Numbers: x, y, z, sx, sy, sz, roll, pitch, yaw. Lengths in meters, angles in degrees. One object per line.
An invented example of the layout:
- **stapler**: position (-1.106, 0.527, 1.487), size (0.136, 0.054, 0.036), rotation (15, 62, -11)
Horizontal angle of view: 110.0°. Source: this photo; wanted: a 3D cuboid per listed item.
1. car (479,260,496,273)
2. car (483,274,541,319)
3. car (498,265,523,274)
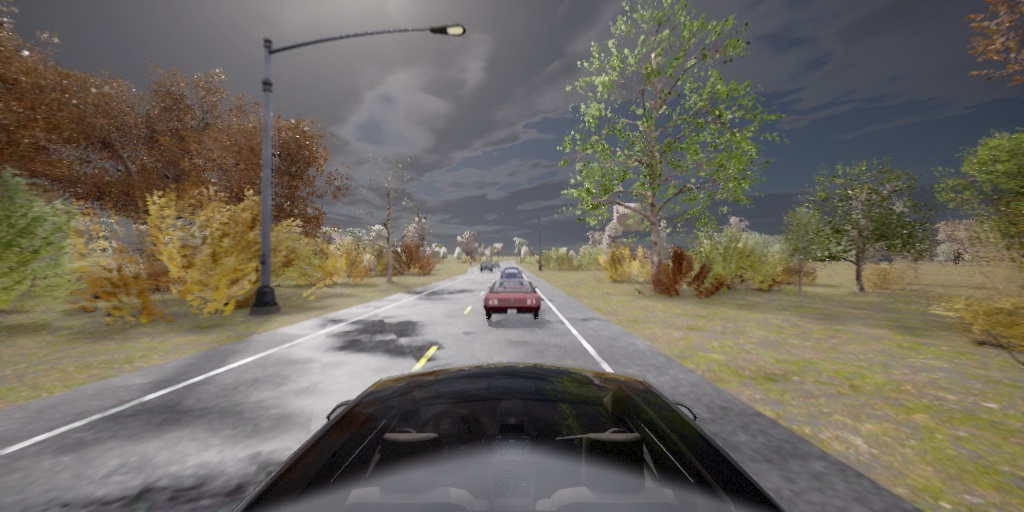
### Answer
- **car**: position (-4.255, 1.723, 59.862), size (2.150, 2.045, 5.566), rotation (0, -1, -4)
- **car**: position (0.022, 1.509, 13.571), size (1.895, 1.301, 4.718), rotation (0, -1, 0)
- **car**: position (-0.039, 1.652, 29.881), size (1.812, 1.442, 4.674), rotation (0, -1, 0)
